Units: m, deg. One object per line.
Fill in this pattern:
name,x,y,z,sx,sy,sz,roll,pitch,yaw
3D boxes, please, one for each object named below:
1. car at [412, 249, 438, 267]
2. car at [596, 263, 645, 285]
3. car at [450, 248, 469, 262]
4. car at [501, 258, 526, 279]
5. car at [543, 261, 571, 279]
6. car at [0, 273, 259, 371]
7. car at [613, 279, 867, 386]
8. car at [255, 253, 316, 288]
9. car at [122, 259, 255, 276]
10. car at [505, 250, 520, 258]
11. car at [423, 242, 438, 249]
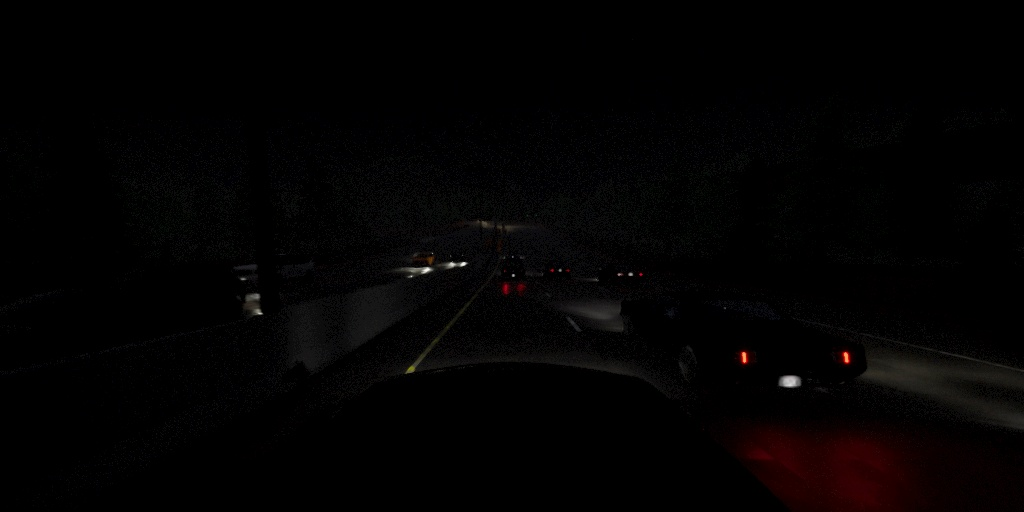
car,-10.579,0.357,43.073,1.882,1.535,5.008,0,4,0
car,7.104,1.145,23.962,2.033,1.411,5.357,0,0,0
car,-7.066,-0.225,48.446,2.097,1.767,4.553,0,5,0
car,0.104,1.131,29.469,1.895,1.301,4.718,0,1,0
car,3.604,1.079,29.411,2.033,1.411,5.357,0,1,0
car,-7.097,1.224,6.219,1.837,1.490,4.892,0,0,0
car,3.601,1.316,6.859,1.895,1.301,4.718,0,0,0
car,-14.093,0.836,21.558,2.150,2.045,5.566,0,0,0
car,-10.597,1.039,10.898,2.097,1.767,4.553,0,0,0
car,0.108,-0.101,49.383,1.994,1.385,4.181,0,6,0
car,-13.998,-1.629,61.864,2.128,1.511,4.902,0,7,1
